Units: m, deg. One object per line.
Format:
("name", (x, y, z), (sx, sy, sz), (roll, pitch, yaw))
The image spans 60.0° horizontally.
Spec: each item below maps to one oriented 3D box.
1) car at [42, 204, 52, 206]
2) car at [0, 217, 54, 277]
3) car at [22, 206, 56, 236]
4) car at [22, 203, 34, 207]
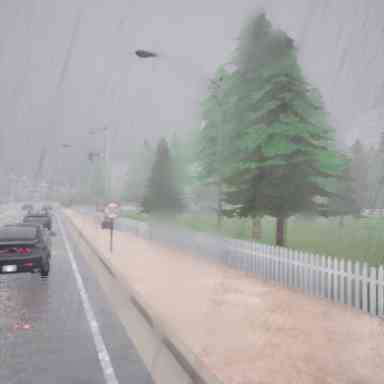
("car", (-29.651, 3.111, 68.011), (1.994, 1.385, 4.181), (2, -2, -23))
("car", (-5.560, 1.750, 10.717), (1.837, 1.490, 4.892), (2, -2, -22))
("car", (-11.481, 2.068, 24.841), (2.128, 1.511, 4.902), (2, -2, -22))
("car", (-32.878, 2.966, 66.662), (1.837, 1.490, 4.892), (2, -2, -23))
